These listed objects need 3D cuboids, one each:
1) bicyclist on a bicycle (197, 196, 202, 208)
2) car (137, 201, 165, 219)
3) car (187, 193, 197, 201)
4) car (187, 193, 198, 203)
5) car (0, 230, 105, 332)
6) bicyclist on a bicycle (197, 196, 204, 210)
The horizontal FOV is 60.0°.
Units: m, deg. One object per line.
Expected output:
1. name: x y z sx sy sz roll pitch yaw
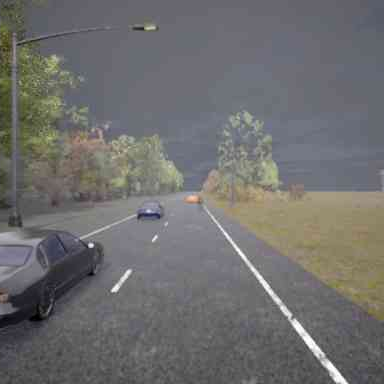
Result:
1. bicyclist on a bicycle: 0.972 1.301 44.243 0.582 1.620 1.656 0 0 0
2. car: -3.395 1.467 28.046 1.994 1.385 4.181 0 0 0
3. car: 0.015 1.095 76.764 2.097 1.767 4.553 0 0 0
4. car: 0.063 1.130 65.488 2.097 1.767 4.553 0 0 1
5. car: -3.401 1.523 7.104 2.033 1.411 5.357 0 0 0
6. bicyclist on a bicycle: 0.970 1.332 35.242 0.582 1.620 1.656 0 0 0
